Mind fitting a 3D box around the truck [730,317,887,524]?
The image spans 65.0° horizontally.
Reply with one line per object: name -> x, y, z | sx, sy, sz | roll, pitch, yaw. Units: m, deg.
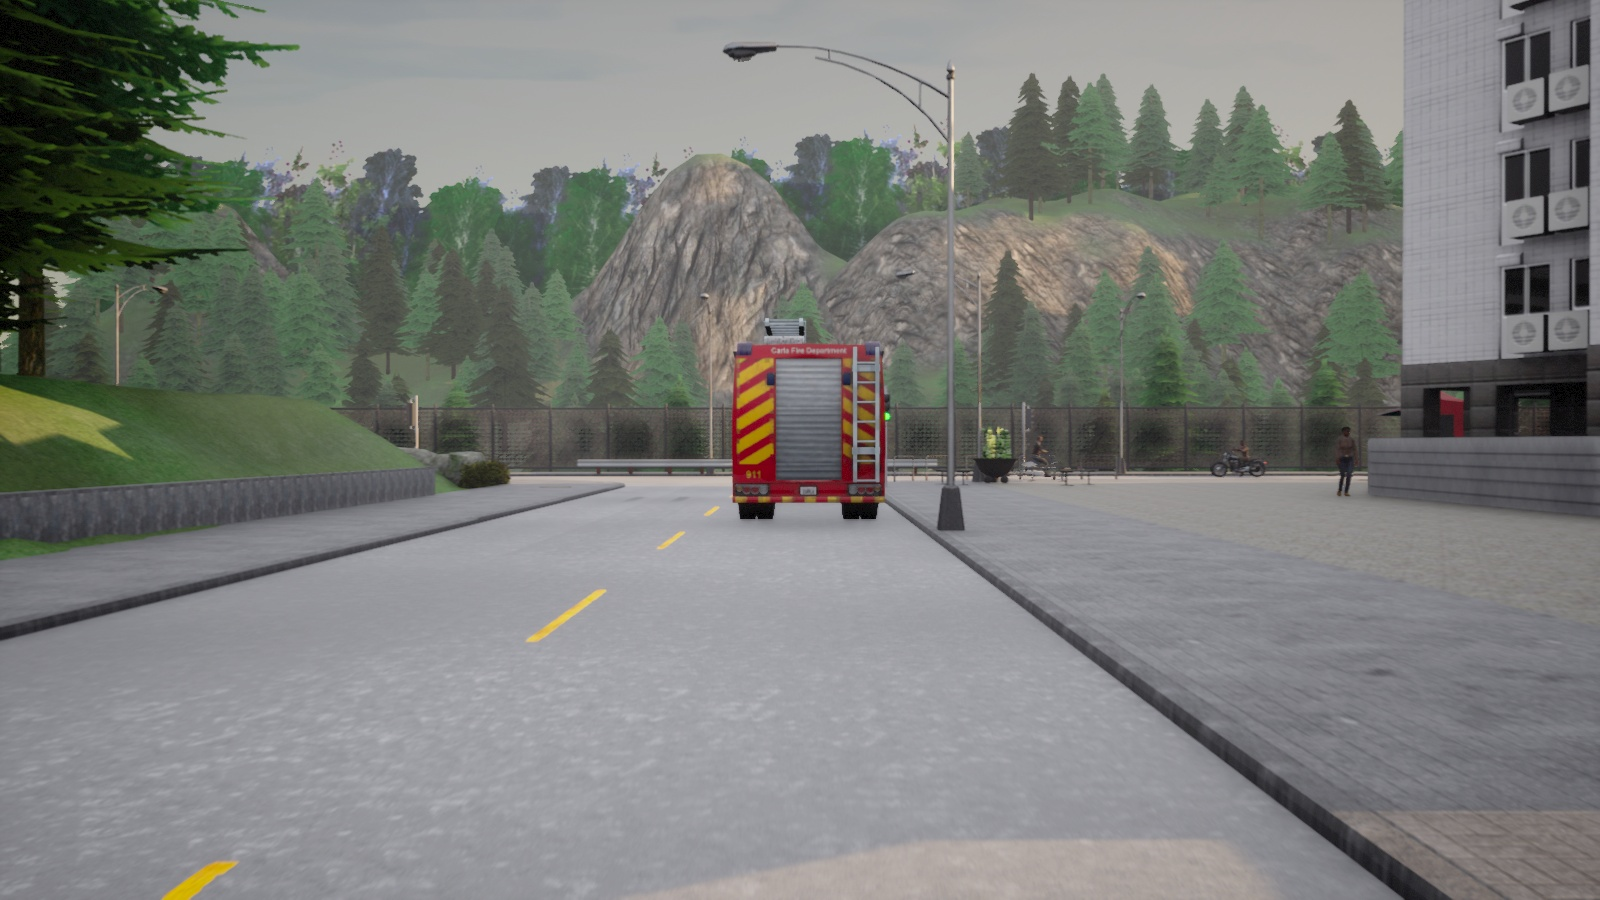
truck -> 0.175, -0.573, 27.440 | 2.891, 3.827, 8.468 | 0, 0, 0

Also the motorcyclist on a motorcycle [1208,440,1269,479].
motorcyclist on a motorcycle -> 18.829, 0.408, 53.892 | 2.350, 1.649, 0.766 | 0, 0, 0

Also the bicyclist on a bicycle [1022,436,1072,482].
bicyclist on a bicycle -> 9.760, 0.345, 49.702 | 1.843, 1.776, 0.659 | 0, 0, -4

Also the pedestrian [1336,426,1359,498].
pedestrian -> 13.917, 0.288, 31.935 | 0.328, 1.805, 0.869 | 0, 0, 9
